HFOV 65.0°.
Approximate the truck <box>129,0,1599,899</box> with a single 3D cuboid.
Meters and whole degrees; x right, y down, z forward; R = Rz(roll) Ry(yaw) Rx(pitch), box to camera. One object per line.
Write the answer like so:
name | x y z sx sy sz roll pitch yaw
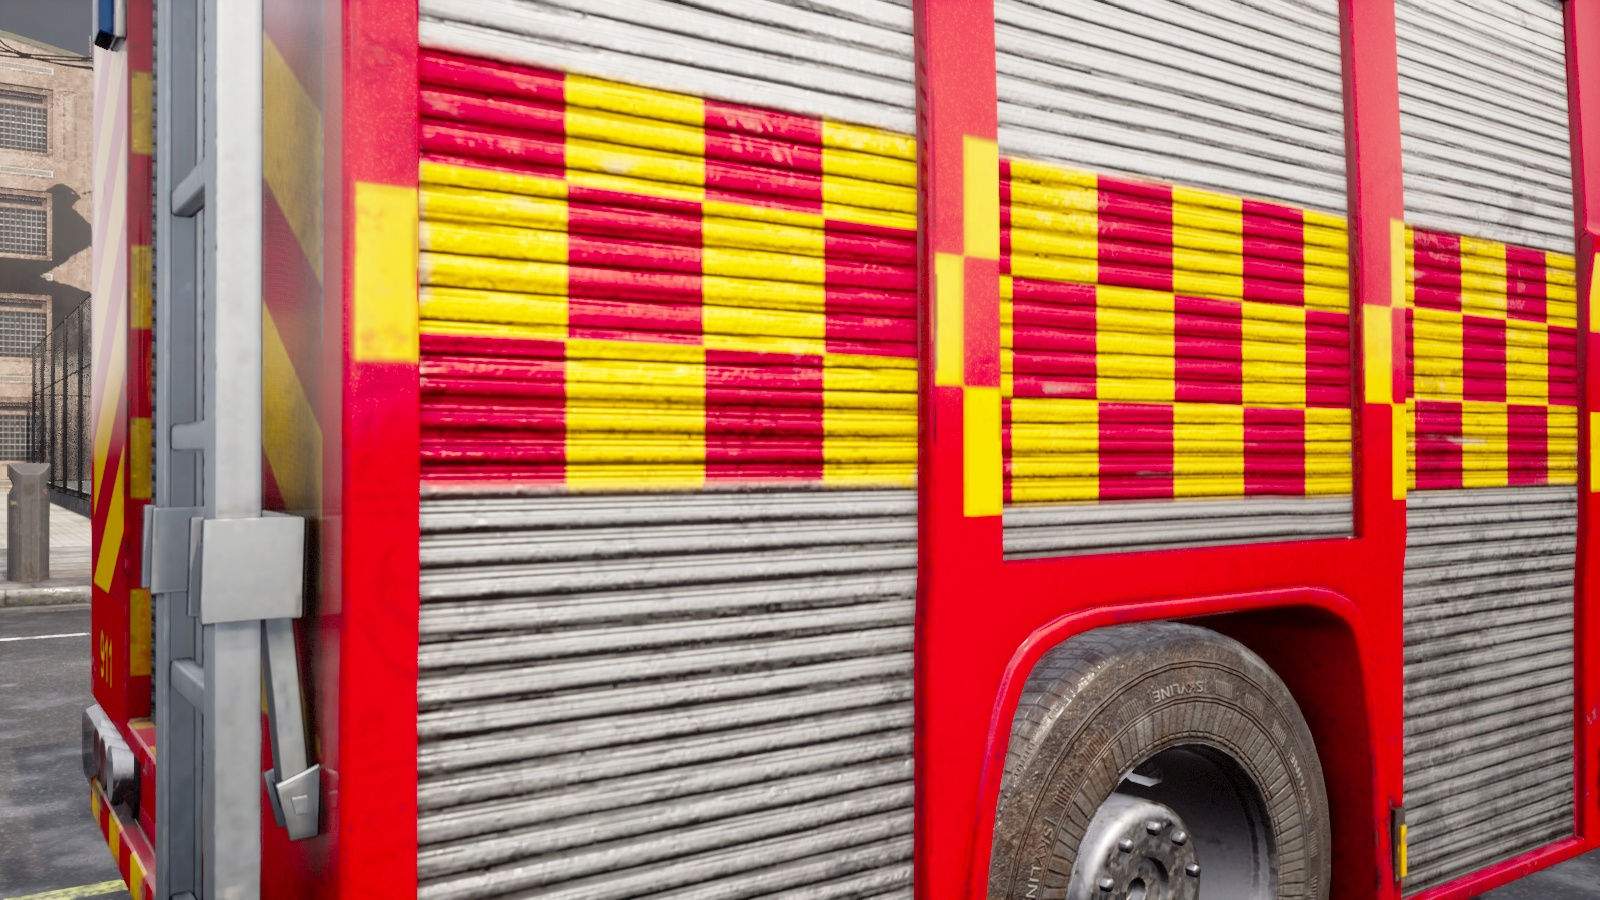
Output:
truck | 2.188 -0.411 5.196 8.468 3.827 2.891 0 0 -35
